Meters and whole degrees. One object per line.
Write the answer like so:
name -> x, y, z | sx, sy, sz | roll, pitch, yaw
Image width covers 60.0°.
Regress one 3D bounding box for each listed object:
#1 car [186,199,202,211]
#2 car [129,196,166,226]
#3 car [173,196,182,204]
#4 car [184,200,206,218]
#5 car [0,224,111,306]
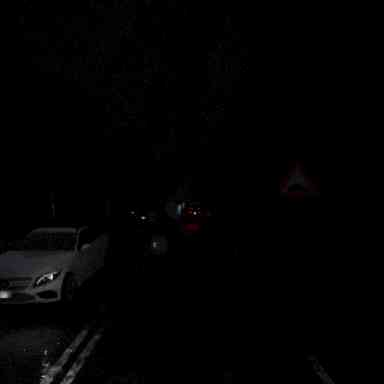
car -> 0.283, 1.750, 45.154 | 1.994, 1.385, 4.181 | 0, 0, 1
car -> -3.202, 1.340, 24.821 | 2.150, 2.045, 5.566 | 0, 0, 1
car -> -2.956, 1.709, 68.958 | 1.837, 1.490, 4.892 | 0, 0, 0
car -> 0.274, 1.656, 31.945 | 1.837, 1.490, 4.892 | 0, -1, 0
car -> -3.330, 1.570, 8.274 | 1.812, 1.442, 4.674 | 0, 0, 1
